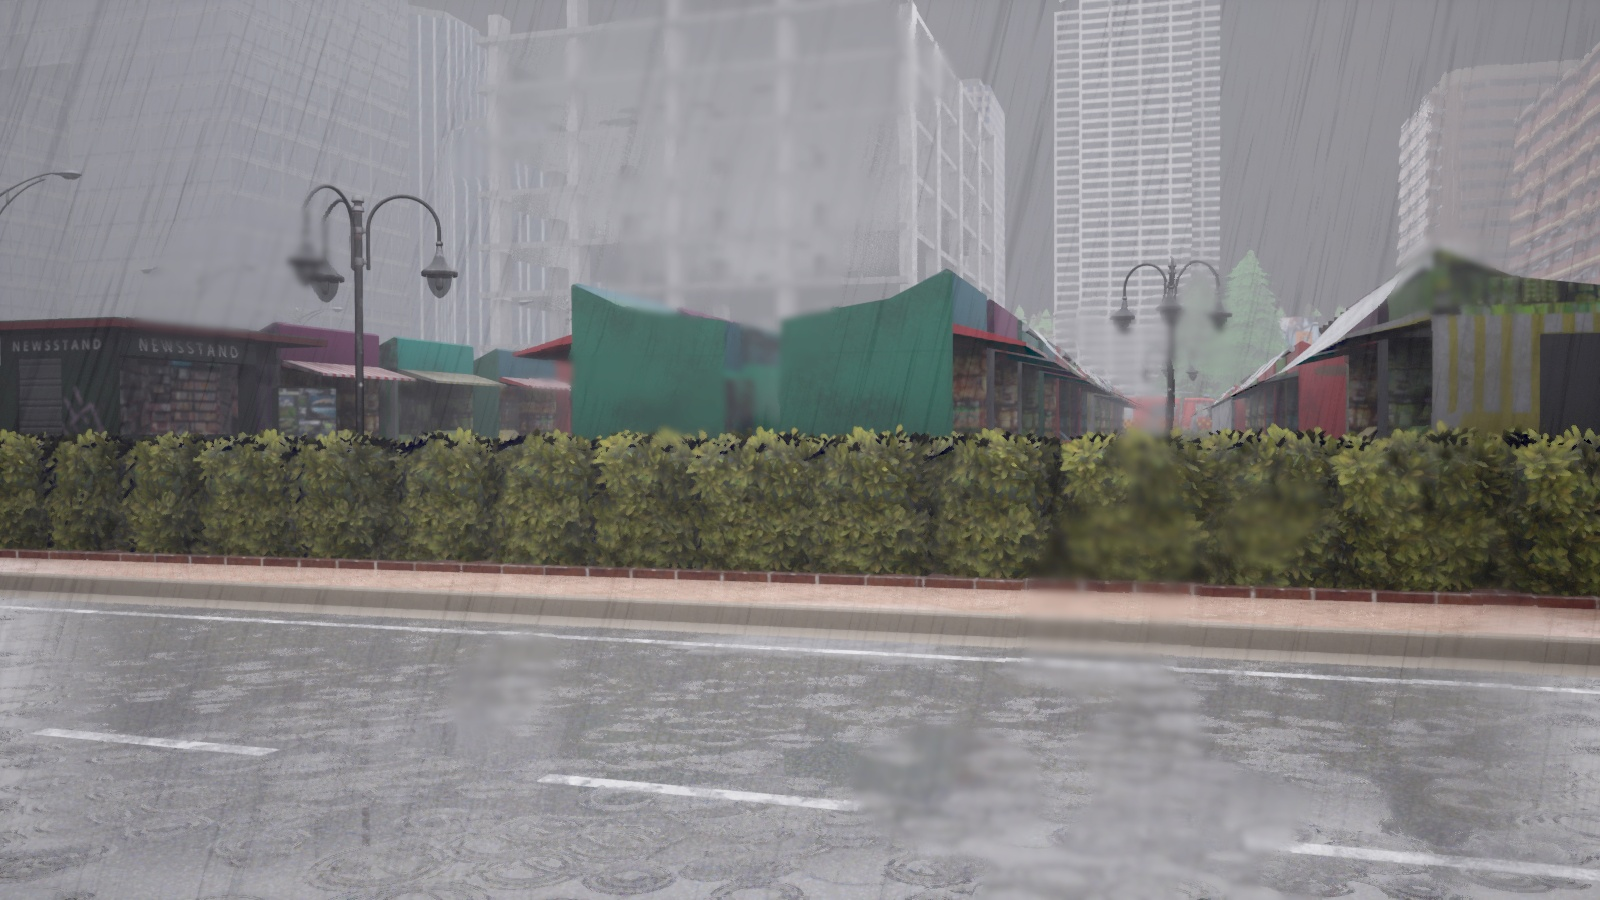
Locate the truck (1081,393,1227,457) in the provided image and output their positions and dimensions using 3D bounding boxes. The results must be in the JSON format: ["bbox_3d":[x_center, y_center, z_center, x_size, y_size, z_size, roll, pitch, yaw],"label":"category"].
[{"bbox_3d":[21.767,-1.552,77.417,8.468,3.827,2.891,0,1,16],"label":"truck"}]
